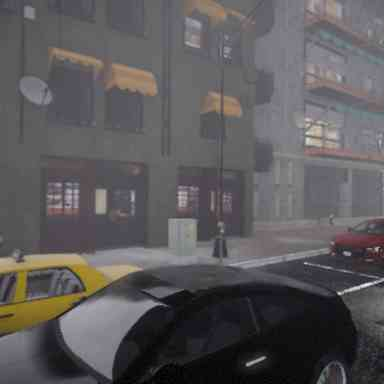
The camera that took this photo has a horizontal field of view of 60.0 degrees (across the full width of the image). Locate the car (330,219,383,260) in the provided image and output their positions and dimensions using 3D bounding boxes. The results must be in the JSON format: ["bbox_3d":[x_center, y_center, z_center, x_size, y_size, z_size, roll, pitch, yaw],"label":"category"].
[{"bbox_3d":[6.425,1.587,11.135,4.507,1.381,1.887,0,0,-36],"label":"car"}]

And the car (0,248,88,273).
[{"bbox_3d":[-2.706,1.526,4.619,4.829,1.417,1.752,0,0,-36],"label":"car"}]

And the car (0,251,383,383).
[{"bbox_3d":[-0.211,1.531,3.217,4.674,1.442,1.812,0,0,-36],"label":"car"}]
